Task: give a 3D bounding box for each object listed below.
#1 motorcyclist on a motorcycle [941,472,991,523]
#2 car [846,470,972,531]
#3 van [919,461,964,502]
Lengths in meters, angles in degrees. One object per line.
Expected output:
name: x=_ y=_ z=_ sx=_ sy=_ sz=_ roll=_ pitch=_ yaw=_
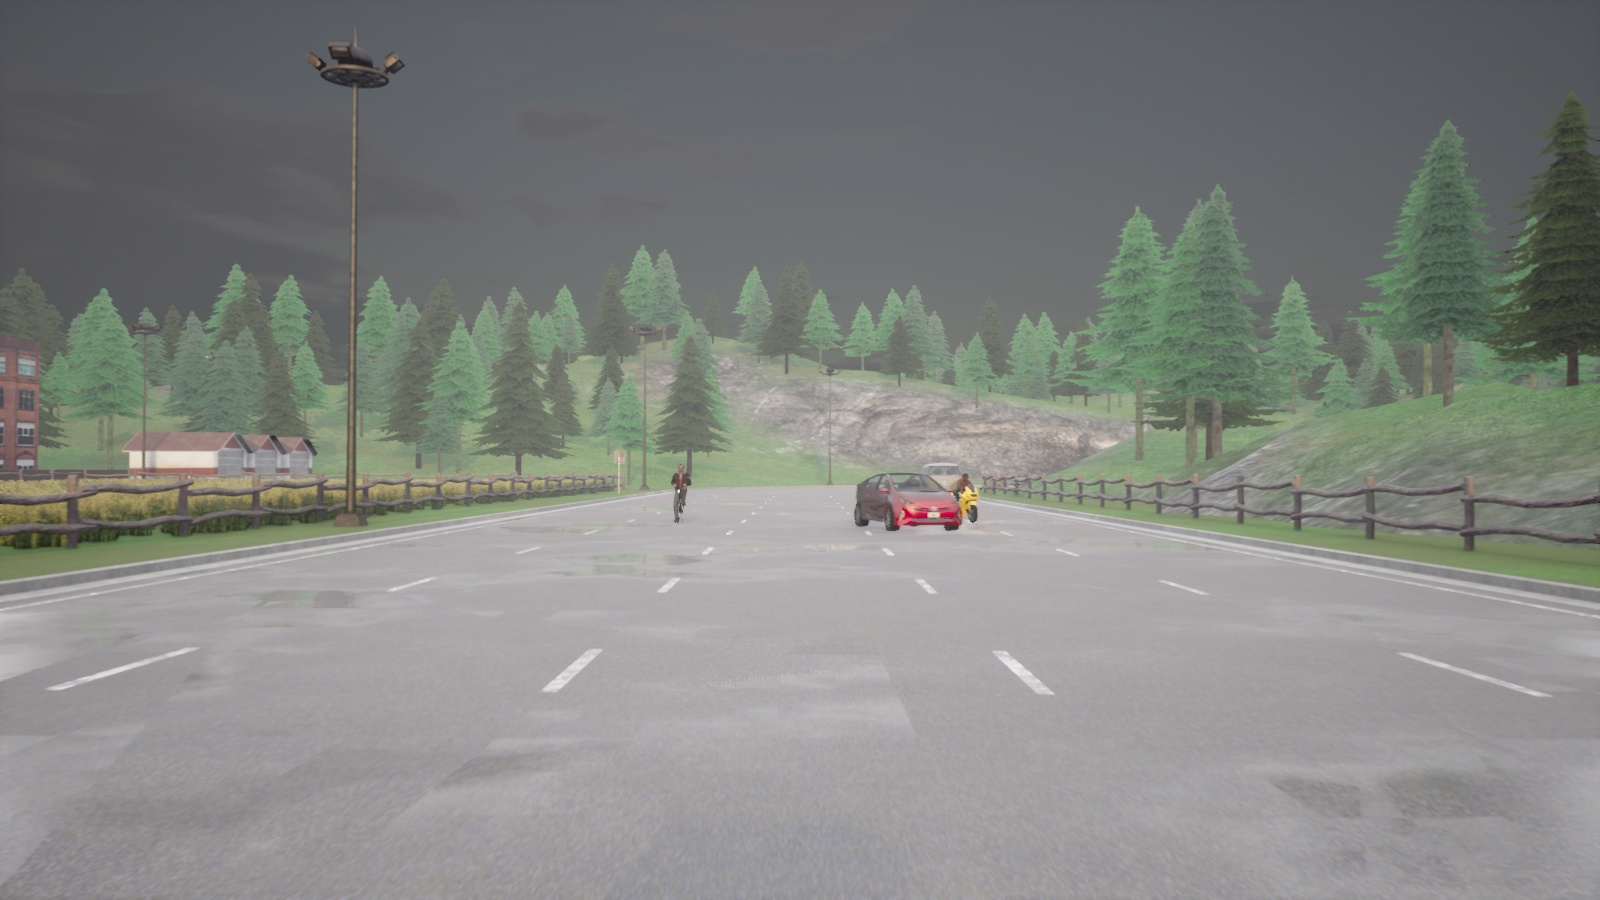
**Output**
motorcyclist on a motorcycle: x=5.078 y=1.425 z=38.584 sx=0.797 sy=1.523 sz=2.044 roll=0 pitch=-1 yaw=-15
car: x=2.863 y=1.322 z=34.060 sx=2.007 sy=1.525 sz=4.514 roll=0 pitch=-1 yaw=-14
van: x=7.109 y=1.606 z=63.318 sx=1.775 sy=1.987 sz=4.442 roll=0 pitch=-1 yaw=0
